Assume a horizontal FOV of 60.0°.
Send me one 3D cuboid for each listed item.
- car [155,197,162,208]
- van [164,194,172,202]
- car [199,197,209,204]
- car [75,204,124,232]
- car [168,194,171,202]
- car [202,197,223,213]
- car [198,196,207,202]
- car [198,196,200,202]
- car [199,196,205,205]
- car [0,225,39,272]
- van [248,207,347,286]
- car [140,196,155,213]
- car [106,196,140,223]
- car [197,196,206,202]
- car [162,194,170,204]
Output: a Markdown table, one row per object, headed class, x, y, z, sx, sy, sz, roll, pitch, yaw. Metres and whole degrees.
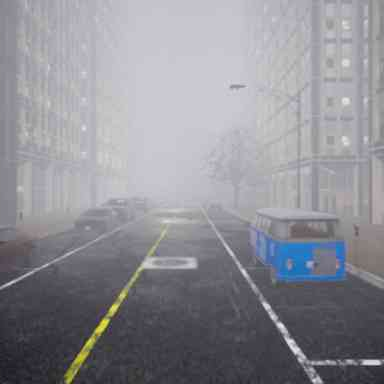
| class | x | y | z | sx | sy | sz | roll | pitch | yaw |
| --- | --- | --- | --- | --- | --- | --- | --- | --- | --- |
| car | -5.885 | 1.697 | 49.005 | 1.802 | 1.307 | 4.206 | 0 | 0 | 0 |
| van | -6.025 | 1.499 | 83.188 | 1.690 | 1.788 | 3.998 | 0 | 0 | 0 |
| car | 2.425 | 1.710 | 66.130 | 1.802 | 1.307 | 4.206 | 0 | 0 | 0 |
| car | -5.769 | 1.625 | 20.520 | 1.947 | 1.339 | 4.313 | 0 | 0 | 0 |
| car | -5.978 | 1.712 | 71.793 | 1.947 | 1.339 | 4.313 | 0 | 0 | 0 |
| car | 2.541 | 1.633 | 37.644 | 2.008 | 1.369 | 4.403 | 0 | 0 | 0 |
| car | 2.379 | 1.706 | 77.524 | 1.947 | 1.339 | 4.313 | 0 | 0 | 0 |
| car | 2.448 | 1.671 | 60.433 | 2.008 | 1.369 | 4.403 | 0 | 0 | 0 |
| car | 2.495 | 1.654 | 49.038 | 2.008 | 1.369 | 4.403 | 0 | 0 | 0 |
| car | -5.724 | 1.614 | 9.126 | 1.802 | 1.307 | 4.206 | 0 | 0 | 0 |
| van | 2.656 | 1.361 | 9.160 | 1.690 | 1.788 | 3.998 | 0 | 0 | 0 |
| car | -5.840 | 1.409 | 37.611 | 2.192 | 1.841 | 5.009 | 0 | 0 | 0 |
| car | -5.794 | 1.386 | 26.217 | 2.192 | 1.841 | 5.009 | 0 | 0 | 0 |
| car | 2.356 | 1.690 | 83.222 | 1.887 | 1.381 | 4.507 | 0 | 0 | 0 |
| car | -5.954 | 1.665 | 65.927 | 1.752 | 1.417 | 4.829 | 0 | 0 | 0 |
